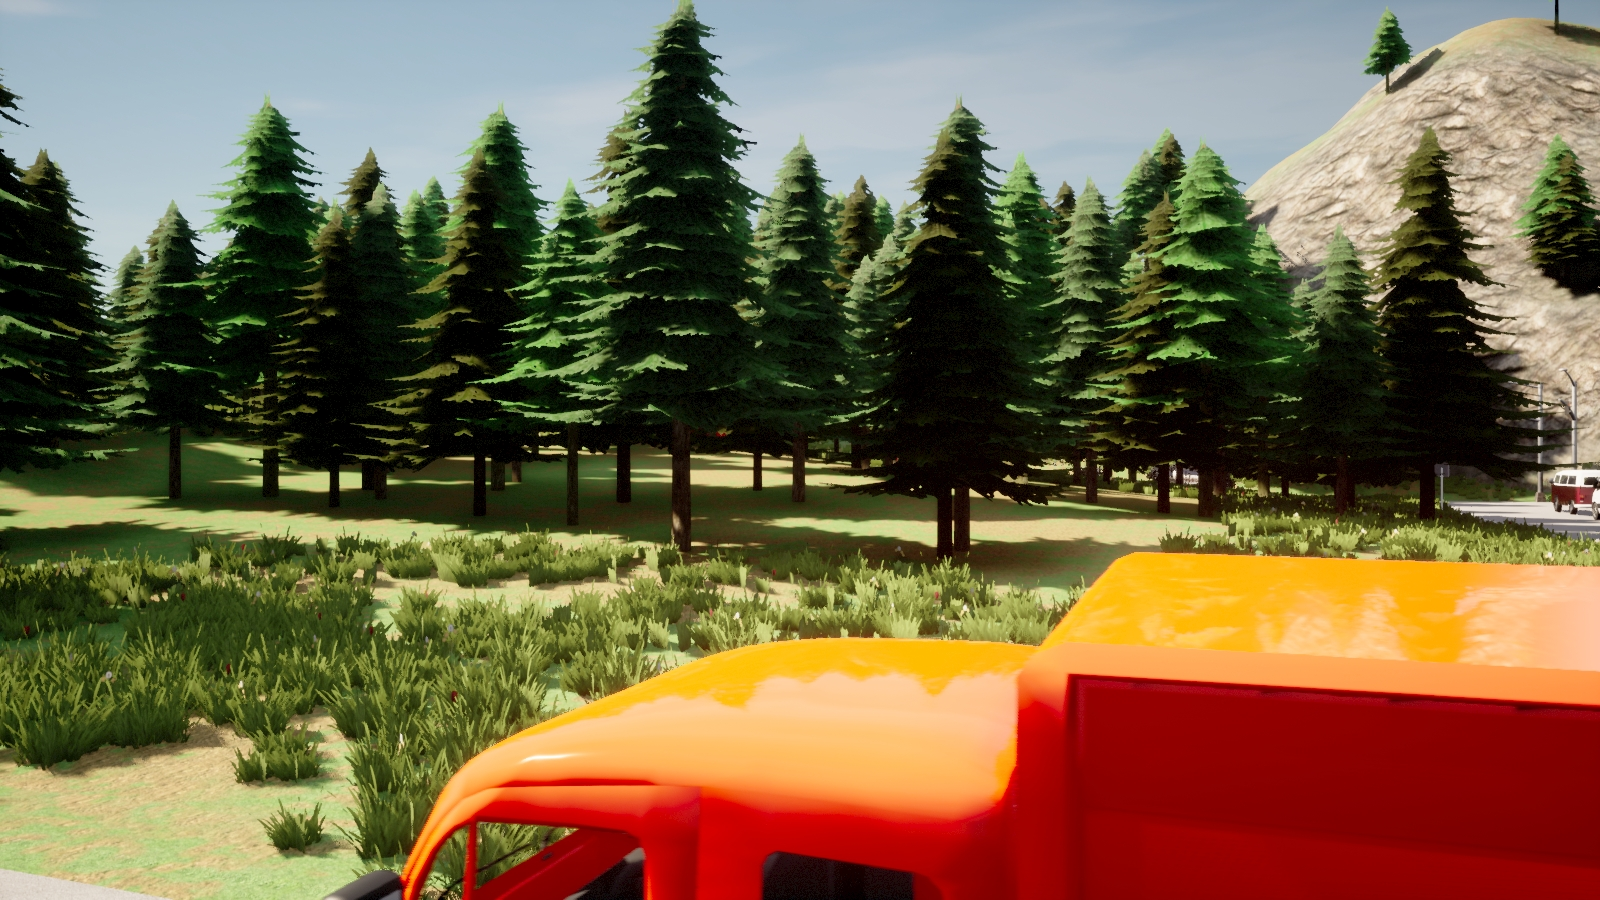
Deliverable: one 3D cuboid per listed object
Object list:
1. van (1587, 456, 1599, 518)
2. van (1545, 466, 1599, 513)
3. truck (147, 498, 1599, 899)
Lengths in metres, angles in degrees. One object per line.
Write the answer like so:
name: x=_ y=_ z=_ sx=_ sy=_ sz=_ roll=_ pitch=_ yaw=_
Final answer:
van: x=33.726 y=1.534 z=45.978 sx=1.988 sy=2.561 sz=5.915 roll=0 pitch=0 yaw=20
van: x=36.159 y=1.782 z=52.642 sx=2.069 sy=2.038 sz=4.480 roll=0 pitch=0 yaw=20
truck: x=1.504 y=1.423 z=2.791 sx=5.204 sy=2.467 sz=2.627 roll=0 pitch=0 yaw=20
